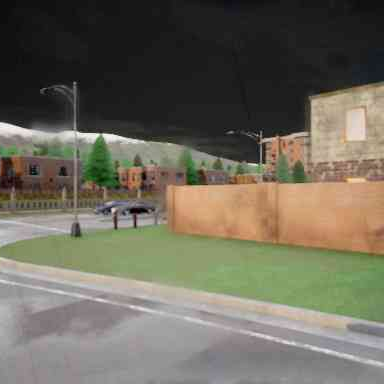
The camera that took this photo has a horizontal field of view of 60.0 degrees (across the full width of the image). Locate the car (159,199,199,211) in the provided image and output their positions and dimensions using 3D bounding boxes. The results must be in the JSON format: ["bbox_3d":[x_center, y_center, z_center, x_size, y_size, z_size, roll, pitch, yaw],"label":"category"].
[{"bbox_3d":[-1.578,1.659,43.279,2.033,1.411,5.357,0,0,42],"label":"car"}]

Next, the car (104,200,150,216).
[{"bbox_3d":[-5.819,1.597,33.242,2.128,1.511,4.902,0,0,42],"label":"car"}]

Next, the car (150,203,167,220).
[{"bbox_3d":[-0.655,1.619,28.515,2.033,1.411,5.357,0,0,42],"label":"car"}]

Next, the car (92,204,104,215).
[{"bbox_3d":[-8.373,1.648,35.608,1.812,1.442,4.674,0,0,41],"label":"car"}]
